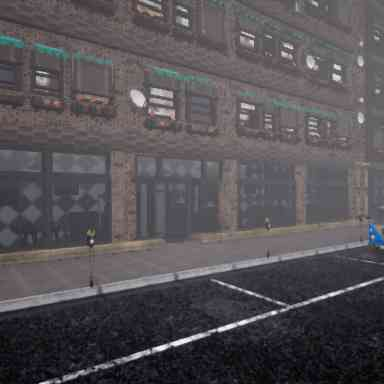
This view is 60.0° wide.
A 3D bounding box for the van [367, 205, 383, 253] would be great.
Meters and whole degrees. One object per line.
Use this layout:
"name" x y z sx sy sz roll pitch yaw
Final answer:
"van" 8.158 1.340 12.381 3.998 1.788 1.690 0 0 -35
